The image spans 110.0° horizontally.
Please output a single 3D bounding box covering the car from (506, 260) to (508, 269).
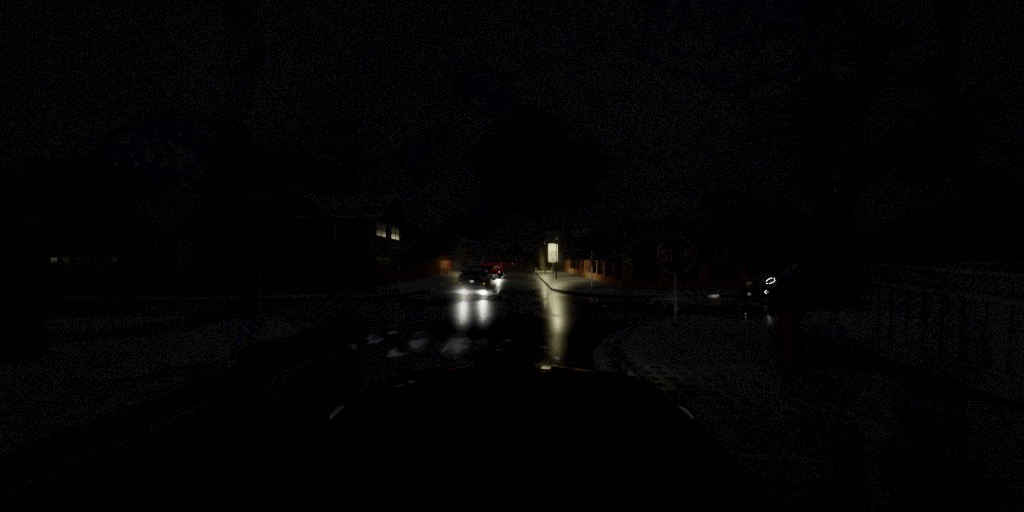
[{"bbox_3d":[-1.913,1.498,46.873,1.994,1.385,4.181,0,-1,0],"label":"car"}]

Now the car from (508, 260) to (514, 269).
[{"bbox_3d":[-1.231,1.497,64.813,2.097,1.767,4.553,1,-1,-17],"label":"car"}]

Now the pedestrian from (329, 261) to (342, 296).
[{"bbox_3d":[-9.275,1.157,18.726,0.375,1.860,0.375,0,-1,2],"label":"pedestrian"}]

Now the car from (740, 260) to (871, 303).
[{"bbox_3d":[12.207,0.990,15.010,4.553,1.767,2.097,-1,-2,2],"label":"car"}]

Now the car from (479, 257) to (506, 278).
[{"bbox_3d":[-2.040,1.073,36.031,2.150,2.045,5.566,0,-1,1],"label":"car"}]

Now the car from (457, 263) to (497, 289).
[{"bbox_3d":[-2.326,1.353,23.466,1.994,1.385,4.181,0,0,2],"label":"car"}]
